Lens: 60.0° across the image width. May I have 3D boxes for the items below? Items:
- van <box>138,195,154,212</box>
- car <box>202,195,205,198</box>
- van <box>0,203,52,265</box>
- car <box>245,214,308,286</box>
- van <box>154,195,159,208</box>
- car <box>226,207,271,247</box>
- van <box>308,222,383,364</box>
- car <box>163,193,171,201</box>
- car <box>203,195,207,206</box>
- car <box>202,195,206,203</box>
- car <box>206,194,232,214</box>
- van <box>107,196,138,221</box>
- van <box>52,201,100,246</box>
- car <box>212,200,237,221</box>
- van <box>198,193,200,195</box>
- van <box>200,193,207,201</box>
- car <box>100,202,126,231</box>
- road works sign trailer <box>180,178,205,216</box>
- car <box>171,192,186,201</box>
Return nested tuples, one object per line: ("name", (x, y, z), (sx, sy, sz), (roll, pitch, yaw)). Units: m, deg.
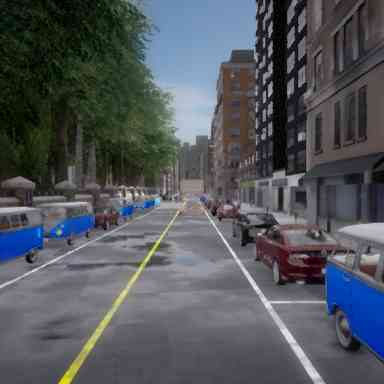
("van", (-5.671, 1.311, 37.545), (1.690, 1.788, 3.998), (0, 0, 0))
("car", (2.855, 1.521, 54.549), (1.802, 1.307, 4.206), (0, 0, 0))
("van", (-5.672, 1.338, 9.256), (1.690, 1.788, 3.998), (0, 0, 0))
("car", (2.854, 1.541, 9.265), (1.887, 1.381, 4.507), (0, 0, 0))
("van", (-5.671, 1.302, 43.202), (1.690, 1.788, 3.998), (0, 0, 0))
("car", (2.854, 1.560, 14.925), (1.947, 1.339, 4.313), (0, 0, 0))
("van", (2.853, 1.340, 3.605), (1.690, 1.788, 3.998), (0, 0, 0))
("car", (-5.669, 1.200, 77.150), (2.192, 1.841, 5.009), (0, 0, 0))
("car", (2.855, 1.506, 43.228), (1.887, 1.381, 4.507), (0, 0, 0))
("car", (2.855, 1.532, 48.888), (1.802, 1.307, 4.206), (0, 0, 0))
("car", (2.854, 1.293, 31.907), (2.192, 1.841, 5.009), (0, 0, 0))
("van", (-5.671, 1.326, 26.229), (1.690, 1.788, 3.998), (0, 0, 0))
("van", (-5.672, 1.335, 14.913), (1.690, 1.788, 3.998), (0, 0, 0))
("car", (2.855, 1.566, 26.246), (1.802, 1.307, 4.206), (0, 0, 0))
("van", (2.855, 1.226, 77.190), (1.690, 1.788, 3.998), (0, 0, 0))
("van", (2.855, 1.268, 60.209), (1.690, 1.788, 3.998), (0, 0, 0))
("car", (-5.671, 1.534, 20.571), (1.887, 1.381, 4.507), (0, 0, 0))
("road works sign trailer", (0.000, 0.441, 32.860), (2.380, 3.560, 2.880), (0, 0, 0))
("car", (-3.001, 1.357, 75.945), (2.128, 1.511, 4.902), (0, 0, 0))
